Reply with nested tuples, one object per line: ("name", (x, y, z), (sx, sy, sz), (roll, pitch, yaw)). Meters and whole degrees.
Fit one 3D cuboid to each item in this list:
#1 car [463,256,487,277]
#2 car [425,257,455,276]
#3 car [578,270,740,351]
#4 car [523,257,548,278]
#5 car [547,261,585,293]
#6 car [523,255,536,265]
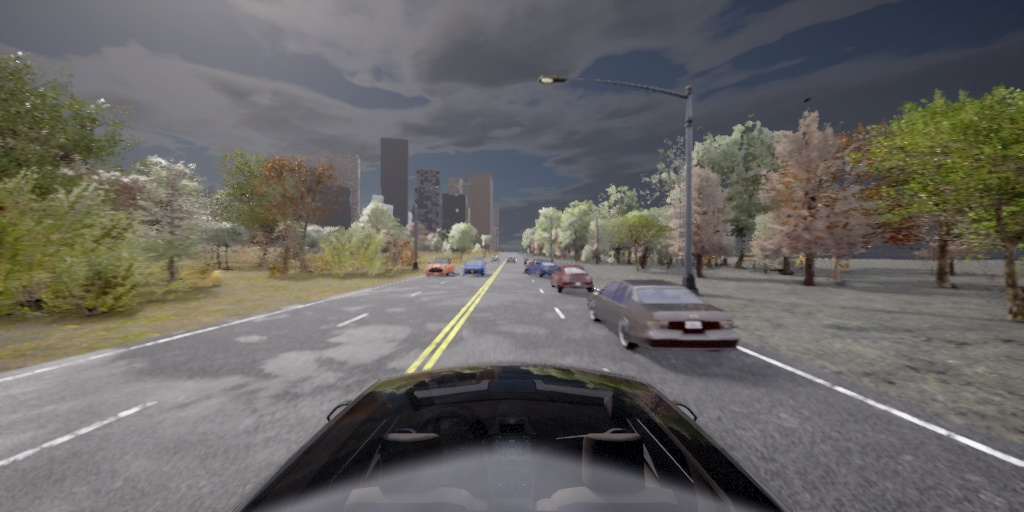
("car", (-3.383, 1.067, 33.121), (1.882, 1.535, 5.008), (0, 0, 0))
("car", (-6.632, 0.941, 33.438), (2.097, 1.767, 4.553), (0, 0, 0))
("car", (3.254, 1.260, 8.942), (2.033, 1.411, 5.357), (0, 1, 0))
("car", (2.721, 1.109, 31.828), (1.812, 1.442, 4.674), (0, 0, -17))
("car", (3.245, 1.186, 19.961), (1.812, 1.442, 4.674), (0, 1, 0))
("car", (3.112, 0.730, 63.944), (2.097, 1.767, 4.553), (0, 0, 0))
